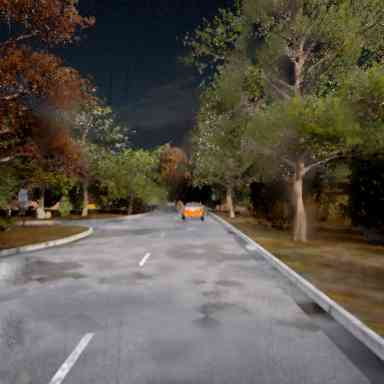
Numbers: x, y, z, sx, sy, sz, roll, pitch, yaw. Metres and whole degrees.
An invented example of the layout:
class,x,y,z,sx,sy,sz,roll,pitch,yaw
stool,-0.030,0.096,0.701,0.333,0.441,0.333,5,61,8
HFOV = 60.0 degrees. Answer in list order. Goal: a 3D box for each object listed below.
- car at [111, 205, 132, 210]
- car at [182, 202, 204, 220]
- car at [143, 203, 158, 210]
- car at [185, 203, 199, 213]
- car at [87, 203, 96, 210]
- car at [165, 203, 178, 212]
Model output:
class,x,y,z,sx,sy,sz,roll,pitch,yaw
car,-13.551,2.629,66.600,5.566,2.045,2.150,1,-3,5
car,0.079,1.803,33.794,2.097,1.767,4.553,0,-1,0
car,-9.318,3.020,68.883,4.892,1.490,1.837,-1,-3,22
car,-0.087,2.549,53.541,1.994,1.385,4.181,0,-2,-3
car,-22.726,3.013,69.650,5.008,1.535,1.882,0,-2,0
car,-3.415,2.537,54.547,1.812,1.442,4.674,0,-2,-3
